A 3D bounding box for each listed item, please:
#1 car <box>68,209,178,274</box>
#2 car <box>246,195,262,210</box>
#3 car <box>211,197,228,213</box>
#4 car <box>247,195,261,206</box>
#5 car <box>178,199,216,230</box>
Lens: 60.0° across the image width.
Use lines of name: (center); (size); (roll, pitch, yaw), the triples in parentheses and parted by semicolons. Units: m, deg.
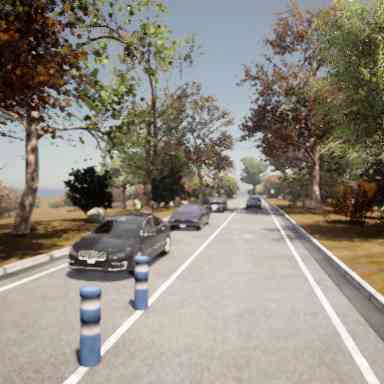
car: (-2.003, 1.457, 10.559); (1.837, 1.490, 4.892); (1, 0, 11)
car: (7.340, 1.317, 39.598); (2.033, 1.411, 5.357); (1, 0, 11)
car: (2.589, 1.257, 33.955); (2.128, 1.511, 4.902); (1, 1, 11)
car: (9.378, 1.252, 50.021); (1.882, 1.535, 5.008); (1, 0, 11)
car: (-0.015, 1.439, 20.718); (2.033, 1.411, 5.357); (1, 1, 11)
